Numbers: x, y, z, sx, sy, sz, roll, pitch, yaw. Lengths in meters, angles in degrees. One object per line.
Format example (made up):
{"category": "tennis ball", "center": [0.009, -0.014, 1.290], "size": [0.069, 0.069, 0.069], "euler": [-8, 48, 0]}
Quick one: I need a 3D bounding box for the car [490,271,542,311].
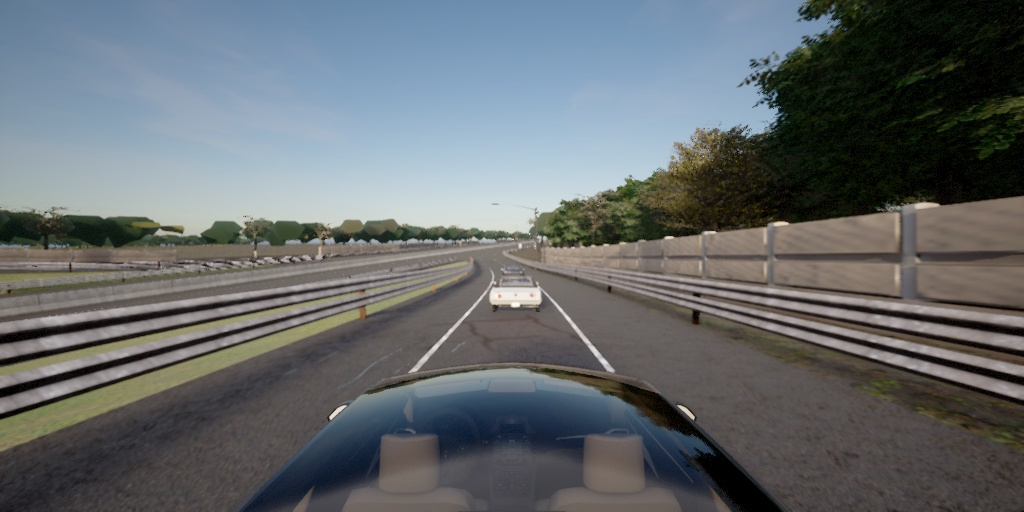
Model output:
{"category": "car", "center": [0.172, 1.461, 14.971], "size": [1.895, 1.301, 4.718], "euler": [0, 0, 1]}

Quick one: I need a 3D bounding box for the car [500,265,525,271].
{"category": "car", "center": [0.055, 1.476, 30.345], "size": [2.128, 1.511, 4.902], "euler": [0, 0, -1]}
